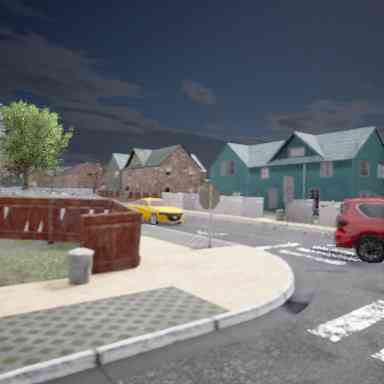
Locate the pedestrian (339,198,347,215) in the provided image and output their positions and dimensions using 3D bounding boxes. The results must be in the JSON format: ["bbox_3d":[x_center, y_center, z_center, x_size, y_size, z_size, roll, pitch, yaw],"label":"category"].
[{"bbox_3d":[7.796,1.176,16.973,0.375,1.860,0.375,3,-2,-36],"label":"pedestrian"}]

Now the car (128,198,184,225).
[{"bbox_3d":[-2.405,1.157,21.164,1.882,1.535,5.008,2,0,-36],"label":"car"}]

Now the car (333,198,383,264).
[{"bbox_3d":[7.402,1.269,10.339,5.566,2.045,2.150,2,1,33],"label":"car"}]

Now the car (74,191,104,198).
[{"bbox_3d":[-8.858,0.959,30.203,1.812,1.442,4.674,2,0,-35],"label":"car"}]

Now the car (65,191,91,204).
[{"bbox_3d":[-15.046,0.662,43.866,1.882,1.535,5.008,2,0,-35],"label":"car"}]

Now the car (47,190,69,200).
[{"bbox_3d":[-21.106,0.507,52.268,2.033,1.411,5.357,2,0,-36],"label":"car"}]

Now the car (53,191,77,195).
[{"bbox_3d":[-15.859,0.674,40.087,1.837,1.490,4.892,2,0,-35],"label":"car"}]
